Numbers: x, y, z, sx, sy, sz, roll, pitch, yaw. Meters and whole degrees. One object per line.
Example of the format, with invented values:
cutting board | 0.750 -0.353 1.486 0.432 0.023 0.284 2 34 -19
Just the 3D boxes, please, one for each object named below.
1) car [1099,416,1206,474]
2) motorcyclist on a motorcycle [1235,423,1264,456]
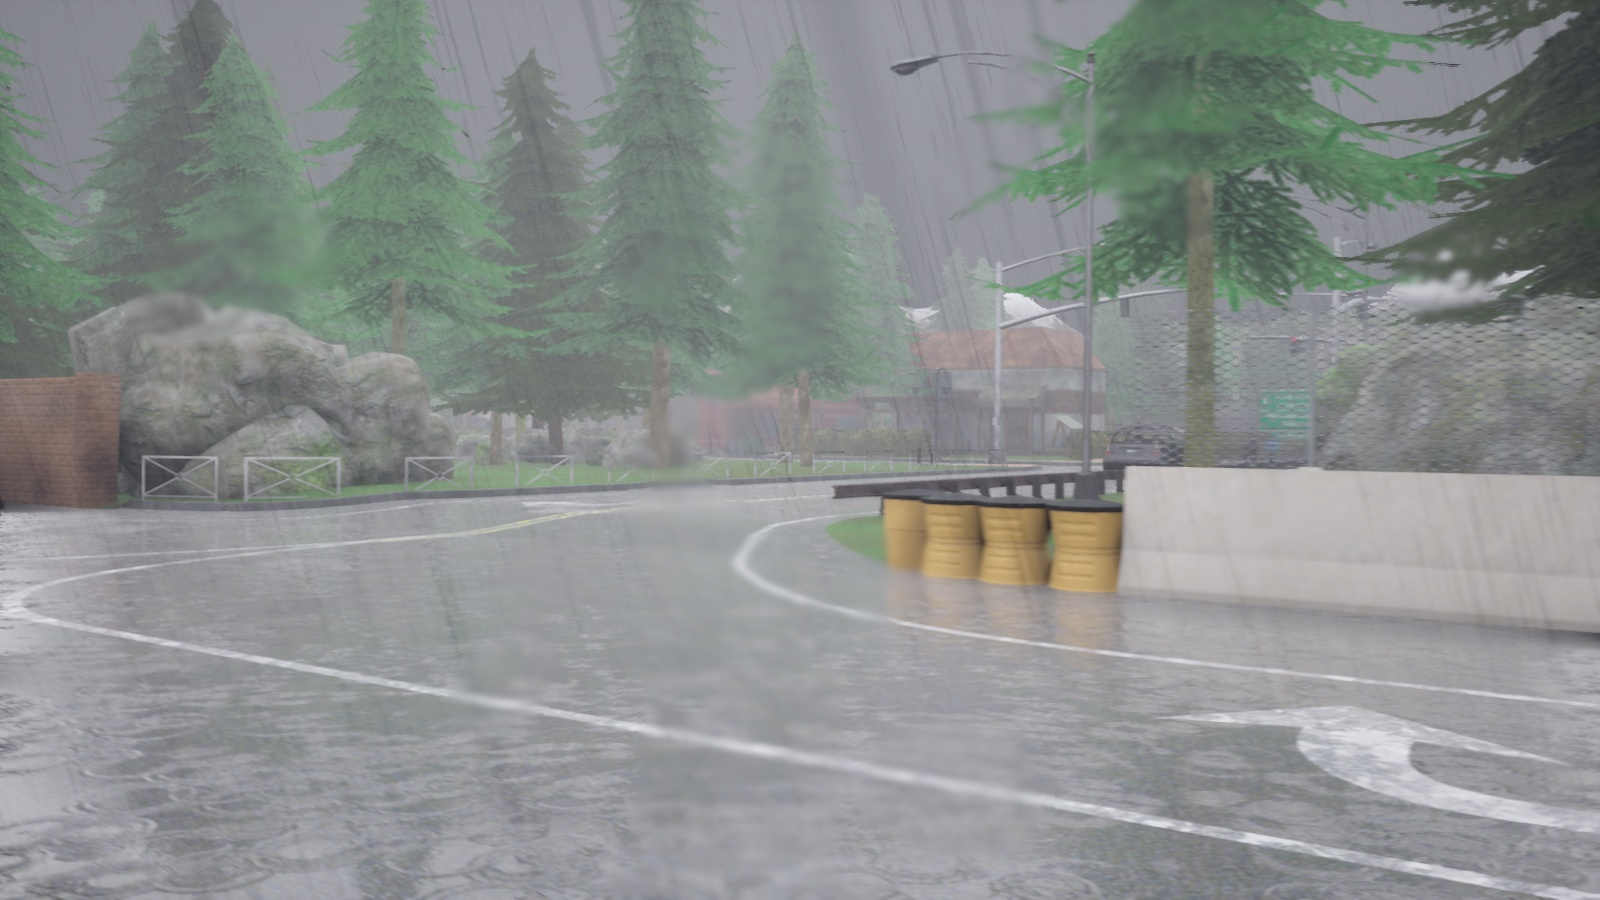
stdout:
car | 10.408 -0.165 36.934 1.851 1.617 3.988 0 1 34
motorcyclist on a motorcycle | 21.141 -0.479 58.994 0.797 1.523 2.044 0 1 34
